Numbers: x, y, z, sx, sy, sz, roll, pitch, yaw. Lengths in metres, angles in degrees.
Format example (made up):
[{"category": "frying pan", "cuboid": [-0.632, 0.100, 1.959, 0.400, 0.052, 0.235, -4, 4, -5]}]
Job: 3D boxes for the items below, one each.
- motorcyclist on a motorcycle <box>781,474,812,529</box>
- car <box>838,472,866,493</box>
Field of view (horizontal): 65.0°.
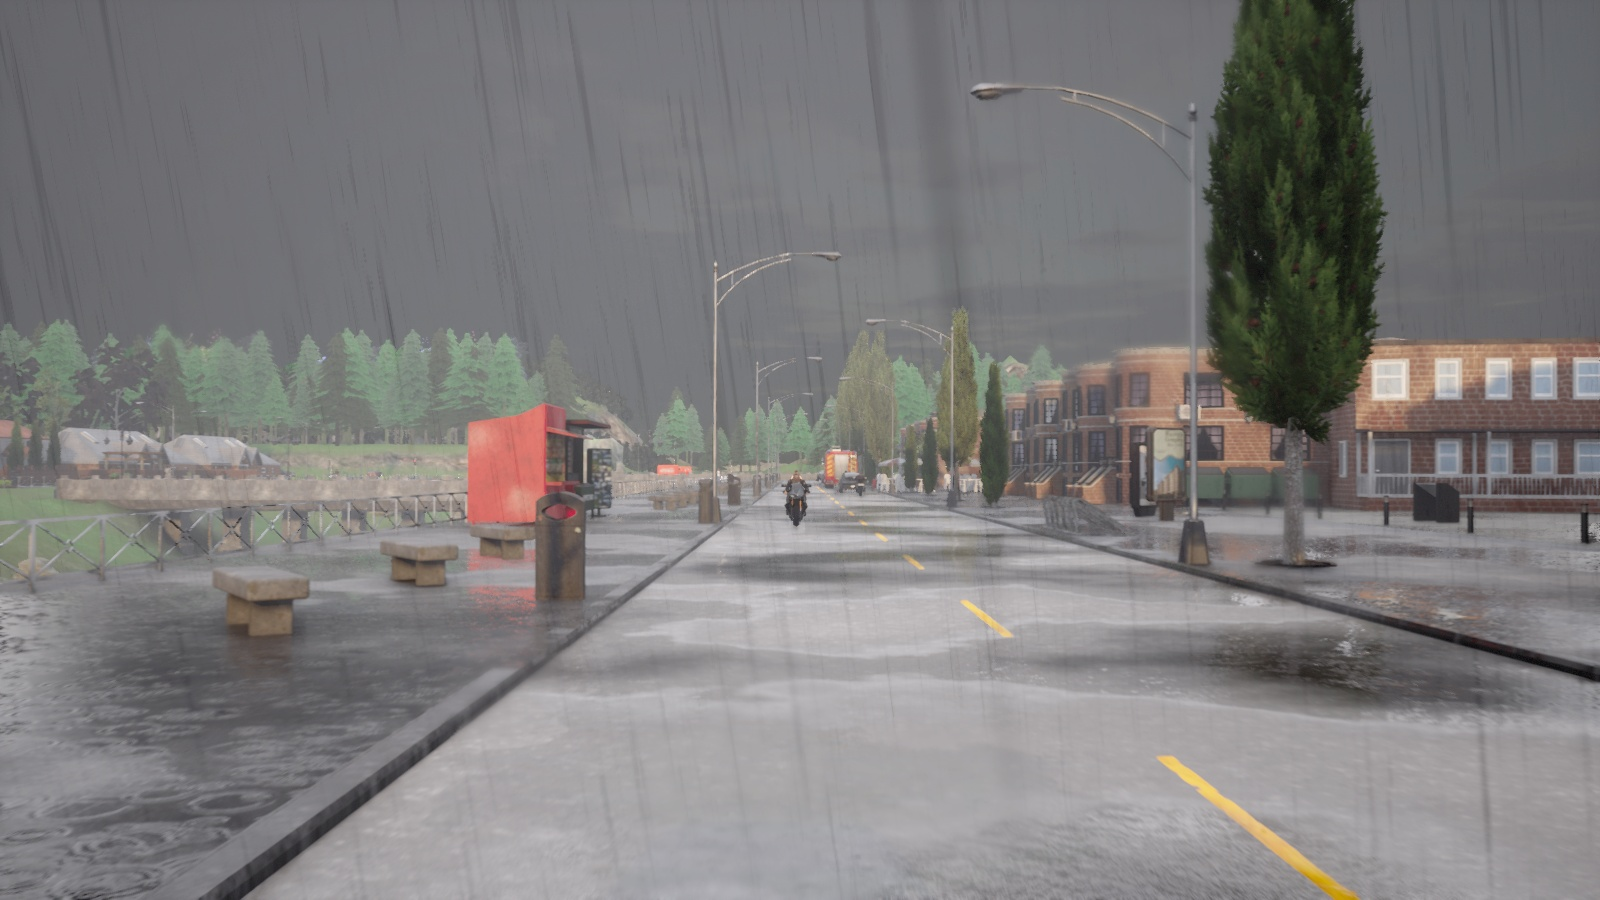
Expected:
[{"category": "motorcyclist on a motorcycle", "cuboid": [-0.093, 1.456, 36.176, 0.866, 1.530, 2.191, 0, -1, 0]}, {"category": "car", "cuboid": [3.763, 2.339, 91.690, 1.837, 1.490, 4.892, 0, -1, 0]}]
